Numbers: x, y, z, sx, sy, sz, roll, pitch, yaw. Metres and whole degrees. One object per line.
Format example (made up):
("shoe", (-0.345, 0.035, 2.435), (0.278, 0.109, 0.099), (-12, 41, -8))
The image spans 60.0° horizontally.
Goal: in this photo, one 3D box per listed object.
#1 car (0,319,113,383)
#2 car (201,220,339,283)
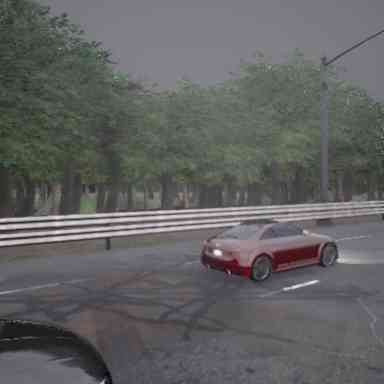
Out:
("car", (-2.831, 1.502, 1.690), (4.902, 1.511, 2.128), (-1, 0, -36))
("car", (2.308, 1.490, 9.549), (4.181, 1.385, 1.994), (-1, 0, -34))
